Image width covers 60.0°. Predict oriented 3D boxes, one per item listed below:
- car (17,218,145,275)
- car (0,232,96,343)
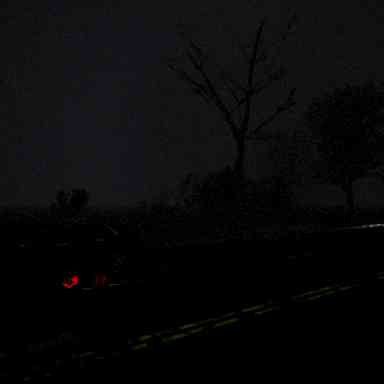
[{"bbox_3d":[-3.678,1.524,9.036,4.892,1.490,1.837,-1,1,-35],"label":"car"},{"bbox_3d":[-3.860,1.558,4.919,4.181,1.385,1.994,1,0,-35],"label":"car"}]
